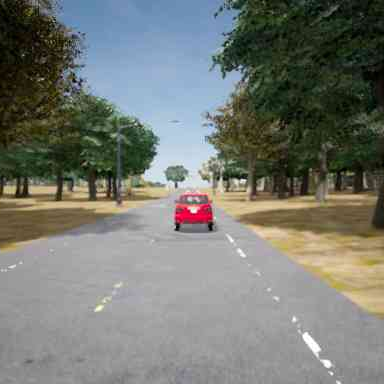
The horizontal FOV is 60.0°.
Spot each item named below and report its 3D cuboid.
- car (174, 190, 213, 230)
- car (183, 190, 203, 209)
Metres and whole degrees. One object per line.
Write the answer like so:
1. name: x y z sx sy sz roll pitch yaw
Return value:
1. car: 0.105 1.067 20.209 2.150 2.045 5.566 0 1 0
2. car: 0.109 0.823 40.193 2.150 2.045 5.566 0 1 0
